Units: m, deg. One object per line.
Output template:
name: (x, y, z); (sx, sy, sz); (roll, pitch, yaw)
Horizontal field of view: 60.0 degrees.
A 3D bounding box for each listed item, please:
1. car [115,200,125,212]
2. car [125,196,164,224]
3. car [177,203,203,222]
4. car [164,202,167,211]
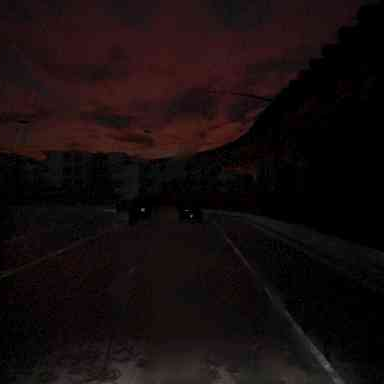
car: (-8.301, 1.719, 42.129); (1.837, 1.490, 4.892); (0, 0, -29)
car: (-3.608, 1.354, 26.146); (2.150, 2.045, 5.566); (0, 0, -3)
car: (-0.214, 1.633, 27.732); (2.128, 1.511, 4.902); (0, 0, -4)
car: (-4.949, 1.711, 43.295); (2.128, 1.511, 4.902); (0, 0, -29)
